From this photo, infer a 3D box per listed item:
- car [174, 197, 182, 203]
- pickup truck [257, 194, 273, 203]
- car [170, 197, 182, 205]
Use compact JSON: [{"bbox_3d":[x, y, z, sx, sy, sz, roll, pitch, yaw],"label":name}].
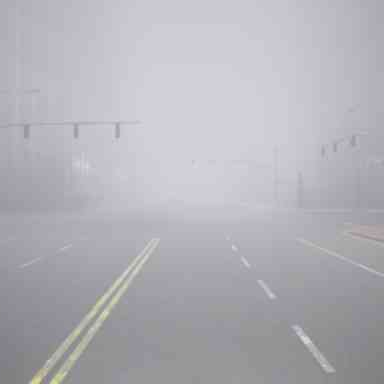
[{"bbox_3d":[-3.496,1.975,83.100,1.895,1.301,4.718,0,0,0],"label":"car"},{"bbox_3d":[16.625,1.415,75.228,2.390,2.098,6.274,0,0,31],"label":"pickup truck"},{"bbox_3d":[-3.497,1.863,67.624,2.033,1.411,5.357,0,0,0],"label":"car"}]
